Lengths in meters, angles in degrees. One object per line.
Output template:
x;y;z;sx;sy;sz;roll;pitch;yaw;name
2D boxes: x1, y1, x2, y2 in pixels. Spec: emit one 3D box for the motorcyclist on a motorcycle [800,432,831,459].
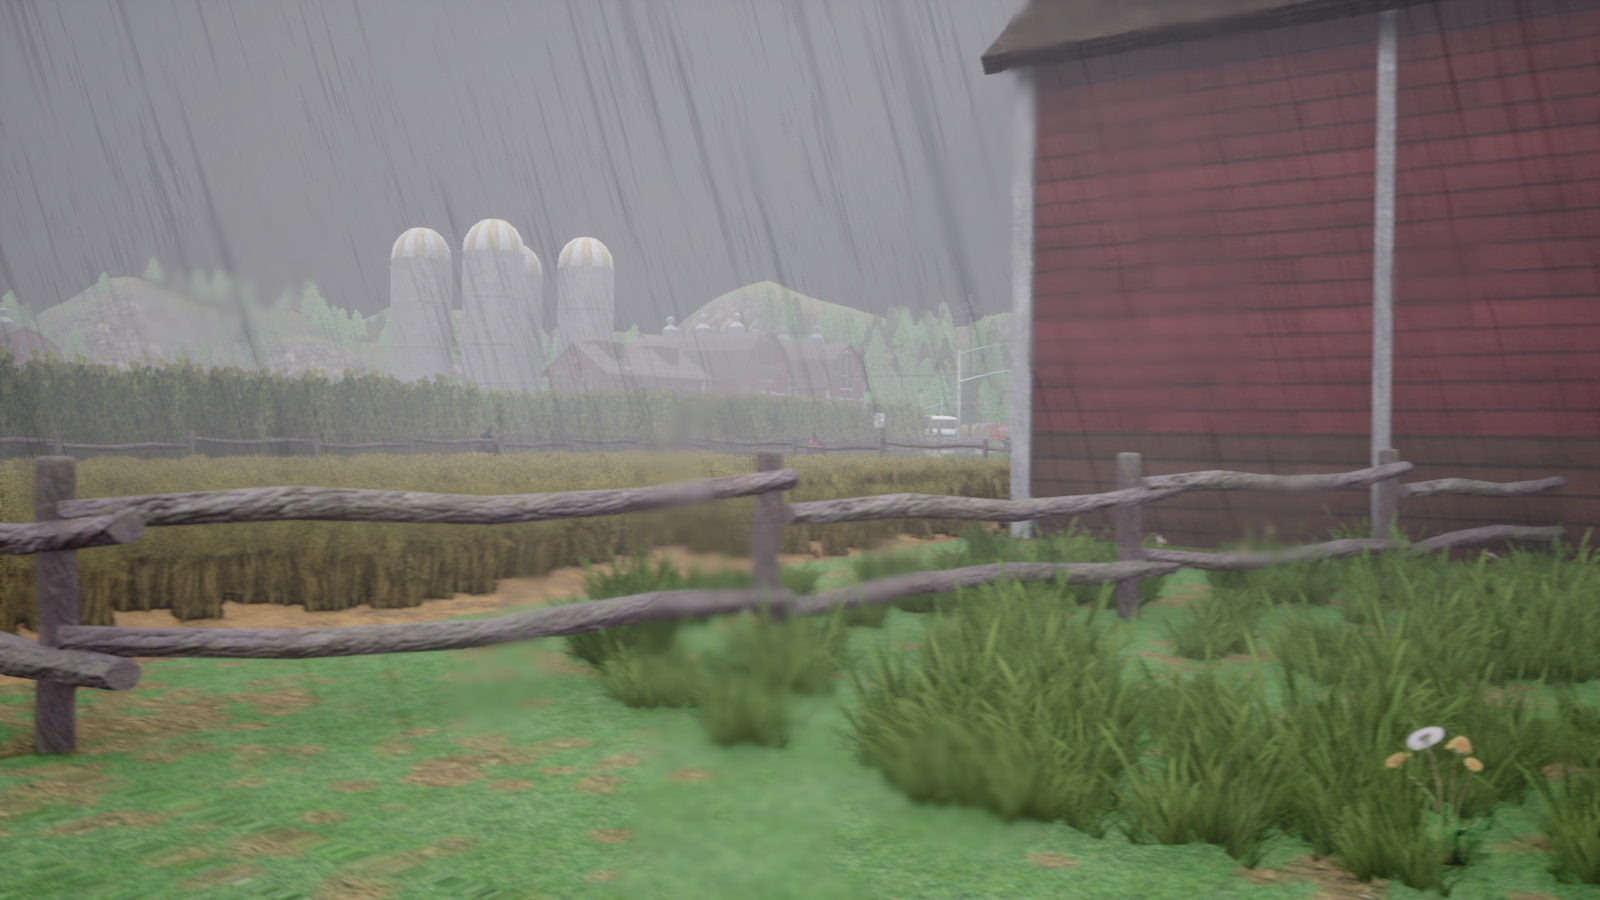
0.893;-0.286;72.604;0.797;1.523;2.044;0;1;33;motorcyclist on a motorcycle
